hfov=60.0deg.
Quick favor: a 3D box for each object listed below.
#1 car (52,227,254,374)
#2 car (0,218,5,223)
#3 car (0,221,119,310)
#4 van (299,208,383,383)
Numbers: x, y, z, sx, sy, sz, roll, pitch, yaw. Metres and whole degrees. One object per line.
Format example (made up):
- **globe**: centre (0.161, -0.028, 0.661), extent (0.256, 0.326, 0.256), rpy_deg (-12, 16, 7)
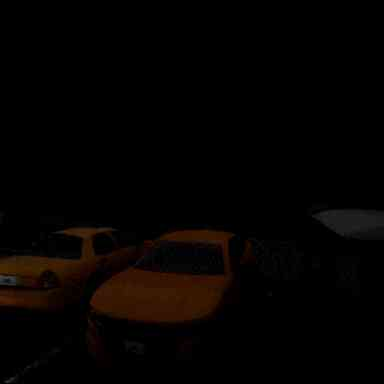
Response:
- **car**: centre (0.031, 1.485, 6.100), extent (2.097, 1.535, 5.008), rpy_deg (1, 0, 15)
- **car**: centre (-9.820, 1.369, 12.873), extent (1.946, 1.575, 5.366), rpy_deg (1, 0, 16)
- **car**: centre (-2.380, 1.477, 8.003), extent (1.946, 1.575, 5.366), rpy_deg (1, 0, 15)
- **van**: centre (2.502, 1.259, 4.488), extent (1.878, 1.987, 4.442), rpy_deg (0, -1, 15)
